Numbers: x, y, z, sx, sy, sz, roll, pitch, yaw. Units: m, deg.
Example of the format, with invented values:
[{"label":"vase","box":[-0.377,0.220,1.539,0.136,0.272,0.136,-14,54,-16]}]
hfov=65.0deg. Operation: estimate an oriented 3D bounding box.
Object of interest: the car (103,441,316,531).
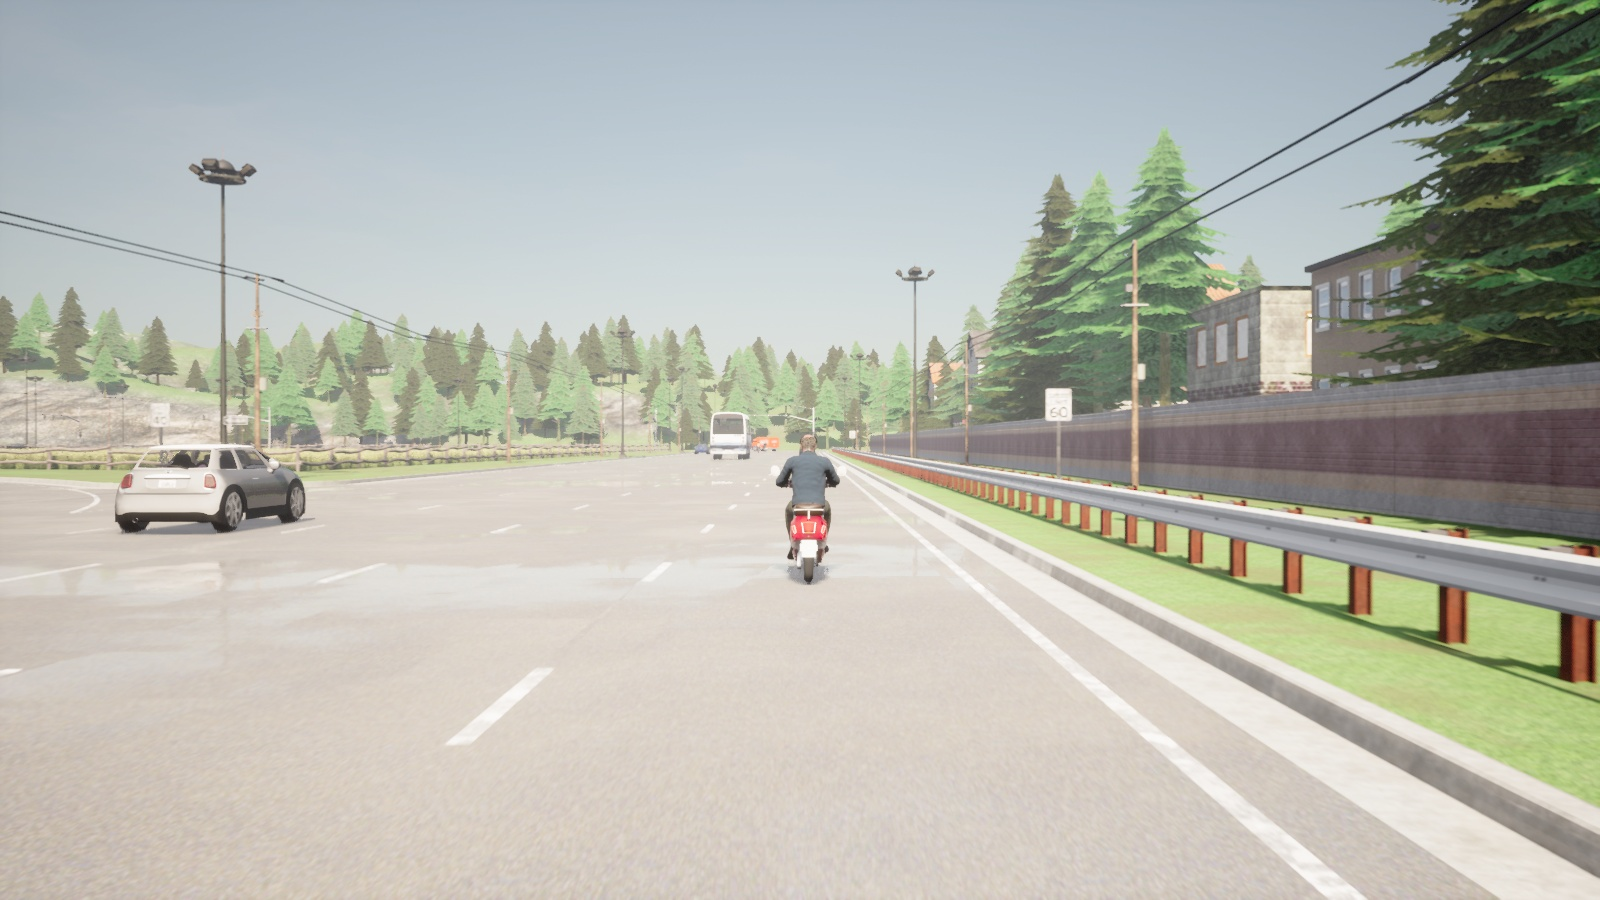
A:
[{"label":"car","box":[-10.357,0.575,22.367,1.970,1.475,3.806,0,0,0]}]

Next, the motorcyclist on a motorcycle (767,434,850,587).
[{"label":"motorcyclist on a motorcycle","box":[0.095,0.621,13.966,0.866,1.590,1.817,0,0,0]}]
